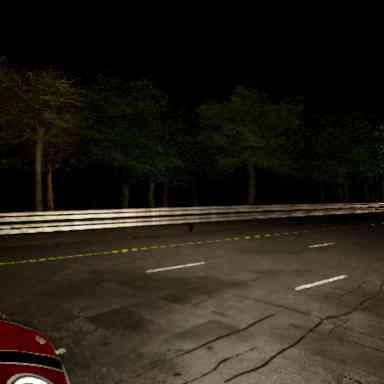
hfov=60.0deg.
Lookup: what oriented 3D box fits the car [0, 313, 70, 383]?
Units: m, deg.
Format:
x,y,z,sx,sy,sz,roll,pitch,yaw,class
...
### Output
x,y,z,sx,sy,sz,roll,pitch,yaw,class
-2.991,1.351,1.737,4.553,1.767,2.097,0,0,-35,car
